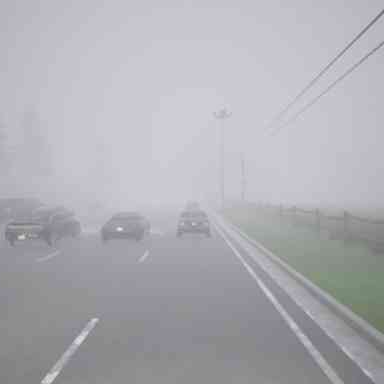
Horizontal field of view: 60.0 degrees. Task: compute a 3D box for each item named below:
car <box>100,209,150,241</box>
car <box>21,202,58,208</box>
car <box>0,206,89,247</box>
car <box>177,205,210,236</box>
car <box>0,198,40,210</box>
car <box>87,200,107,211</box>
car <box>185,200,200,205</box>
[{"bbox_3d":[-3.404,1.738,17.665,1.994,1.385,4.181,0,0,0],"label":"car"},{"bbox_3d":[-10.403,1.722,24.927,1.882,1.535,5.008,0,0,0],"label":"car"},{"bbox_3d":[-6.903,1.649,15.905,2.128,1.511,4.902,0,0,0],"label":"car"},{"bbox_3d":[0.096,1.740,19.693,2.033,1.411,5.357,0,-1,0],"label":"car"},{"bbox_3d":[-13.956,1.498,27.963,2.150,2.045,5.566,0,0,0],"label":"car"},{"bbox_3d":[-13.929,1.956,48.979,1.882,1.535,5.008,0,-1,0],"label":"car"},{"bbox_3d":[0.084,1.958,46.431,1.837,1.490,4.892,0,0,0],"label":"car"}]
